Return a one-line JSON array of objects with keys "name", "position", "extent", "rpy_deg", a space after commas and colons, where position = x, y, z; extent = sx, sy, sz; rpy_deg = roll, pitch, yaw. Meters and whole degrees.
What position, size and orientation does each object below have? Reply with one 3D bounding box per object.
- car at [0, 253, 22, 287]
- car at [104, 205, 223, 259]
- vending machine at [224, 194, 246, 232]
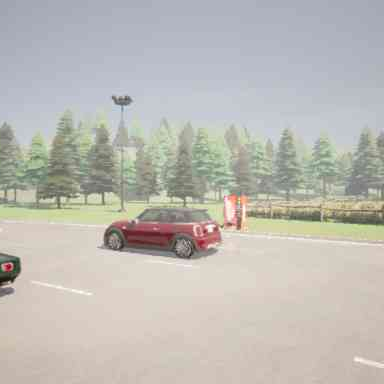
[{"name": "car", "position": [-6.120, 1.601, 7.485], "extent": [4.718, 1.301, 1.895], "rpy_deg": [0, 0, 29]}, {"name": "car", "position": [-1.185, 1.353, 12.686], "extent": [4.553, 1.767, 2.097], "rpy_deg": [0, 0, 30]}, {"name": "vending machine", "position": [2.522, 1.195, 19.369], "extent": [0.880, 2.100, 1.100], "rpy_deg": [0, 0, 30]}]
